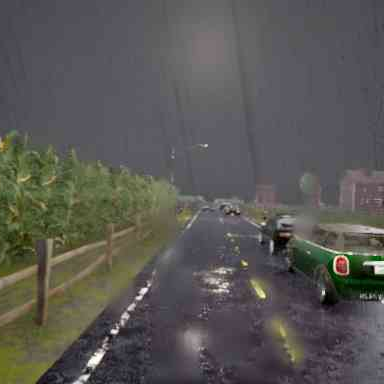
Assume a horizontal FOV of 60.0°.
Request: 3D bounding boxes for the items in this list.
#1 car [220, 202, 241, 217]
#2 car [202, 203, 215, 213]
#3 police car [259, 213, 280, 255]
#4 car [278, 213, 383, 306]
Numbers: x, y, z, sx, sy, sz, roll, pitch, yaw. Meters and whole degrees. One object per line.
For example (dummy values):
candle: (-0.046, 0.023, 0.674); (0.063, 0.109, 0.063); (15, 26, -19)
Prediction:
car: (4.763, 2.309, 40.204); (1.895, 1.301, 4.718); (2, -1, 3)
car: (2.483, 2.321, 50.339); (2.033, 1.411, 5.357); (2, -1, 3)
police car: (4.223, 1.767, 14.878); (1.930, 1.638, 5.238); (2, -1, 3)
car: (3.907, 1.605, 8.748); (2.097, 1.767, 4.553); (2, -1, 3)
